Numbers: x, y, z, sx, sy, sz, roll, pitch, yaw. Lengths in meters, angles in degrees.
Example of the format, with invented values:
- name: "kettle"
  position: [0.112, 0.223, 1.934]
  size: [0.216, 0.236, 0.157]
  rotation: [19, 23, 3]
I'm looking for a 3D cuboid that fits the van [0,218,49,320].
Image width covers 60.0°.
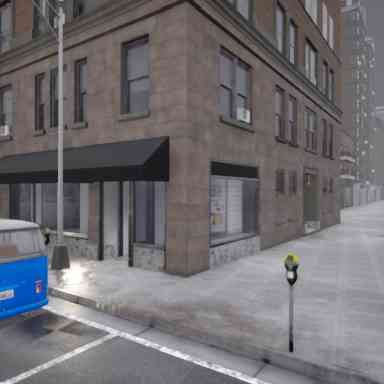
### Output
- name: "van"
  position: [-4.368, 1.339, 6.138]
  size: [3.998, 1.788, 1.690]
  rotation: [0, 0, 35]
